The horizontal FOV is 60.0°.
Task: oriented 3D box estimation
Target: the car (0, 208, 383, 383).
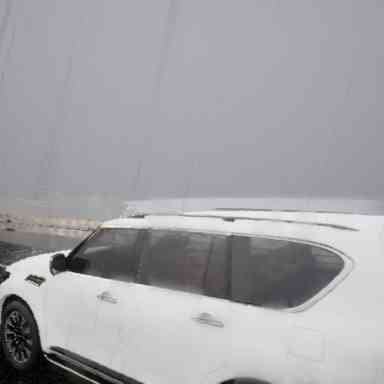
[{"bbox_3d":[-0.130,1.224,3.965,5.566,2.045,2.150,0,0,36],"label":"car"}]
